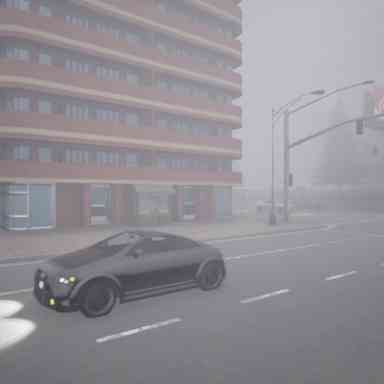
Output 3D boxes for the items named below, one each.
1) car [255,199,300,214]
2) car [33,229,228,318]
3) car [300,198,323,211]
[{"bbox_3d":[8.903,1.526,36.193,1.812,1.442,4.674,0,0,-36],"label":"car"},{"bbox_3d":[-1.218,1.564,7.438,4.181,1.385,1.994,0,0,-36],"label":"car"},{"bbox_3d":[13.942,1.525,41.396,1.812,1.442,4.674,0,0,-36],"label":"car"}]
